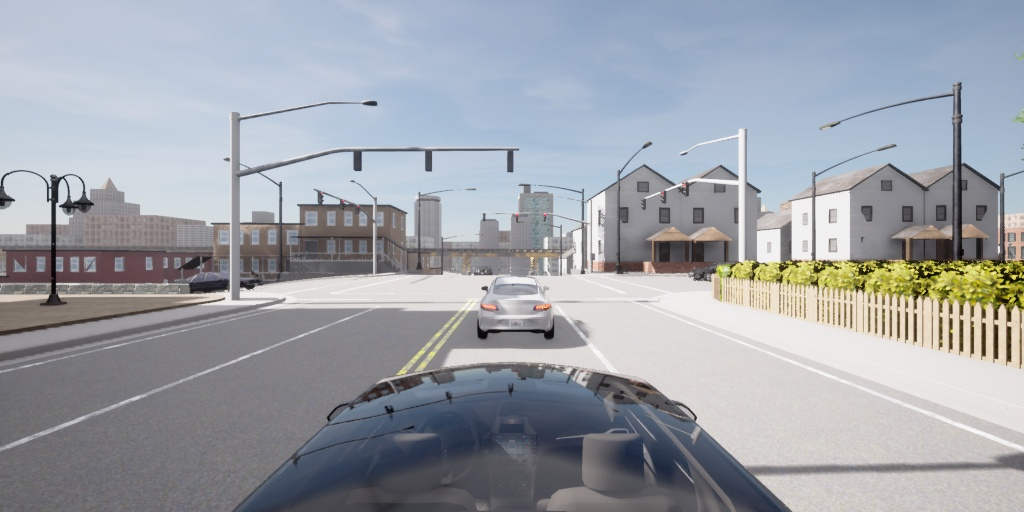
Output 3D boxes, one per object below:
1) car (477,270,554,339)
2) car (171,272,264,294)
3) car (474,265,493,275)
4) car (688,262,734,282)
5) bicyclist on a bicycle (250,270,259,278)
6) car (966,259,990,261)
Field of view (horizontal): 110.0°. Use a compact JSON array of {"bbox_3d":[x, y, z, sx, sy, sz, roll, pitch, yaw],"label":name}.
[{"bbox_3d":[0.099,1.276,9.988,1.812,1.442,4.674,0,0,0],"label":"car"},{"bbox_3d":[-20.287,1.820,24.673,5.357,1.411,2.033,-5,0,-1],"label":"car"},{"bbox_3d":[-3.528,2.162,45.228,2.150,2.045,5.566,0,-9,0],"label":"car"},{"bbox_3d":[16.789,1.255,28.802,4.892,1.490,1.837,0,0,-1],"label":"car"},{"bbox_3d":[-25.575,2.214,35.561,0.582,1.620,1.656,-8,0,0],"label":"bicyclist on a bicycle"},{"bbox_3d":[36.922,1.102,29.022,4.553,1.767,2.097,0,0,-1],"label":"car"}]
